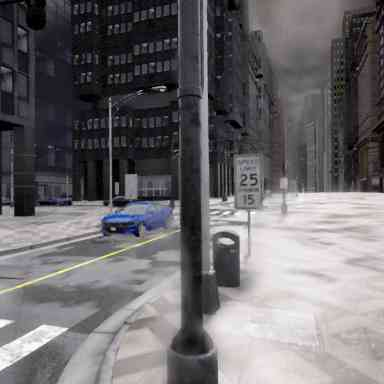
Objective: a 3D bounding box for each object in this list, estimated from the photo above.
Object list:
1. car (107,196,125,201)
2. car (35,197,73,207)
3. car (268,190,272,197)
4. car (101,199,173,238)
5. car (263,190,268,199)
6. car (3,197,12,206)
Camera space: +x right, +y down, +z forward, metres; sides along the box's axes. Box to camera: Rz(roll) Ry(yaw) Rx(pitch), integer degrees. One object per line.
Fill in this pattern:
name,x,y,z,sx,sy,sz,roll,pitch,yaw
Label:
car,-7.273,1.144,36.526,4.718,1.301,1.895,-1,0,19
car,-16.672,1.235,39.763,4.718,1.301,1.895,-1,0,19
car,15.759,0.382,69.969,2.128,1.511,4.902,-1,1,19
car,-2.577,1.262,16.567,1.882,1.535,5.008,-1,1,19
car,11.715,0.598,58.361,1.994,1.385,4.181,-1,1,19
car,-27.450,1.317,46.832,4.181,1.385,1.994,-1,0,20
